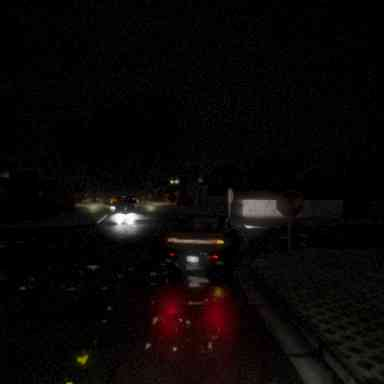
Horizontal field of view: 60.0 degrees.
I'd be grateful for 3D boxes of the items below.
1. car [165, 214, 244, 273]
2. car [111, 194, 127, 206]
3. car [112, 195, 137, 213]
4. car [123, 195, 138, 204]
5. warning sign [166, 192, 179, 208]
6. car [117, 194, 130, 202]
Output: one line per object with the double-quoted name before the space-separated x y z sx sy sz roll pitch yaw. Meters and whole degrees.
"car" 0.549 1.452 10.605 2.128 1.511 4.902 0 0 12
"car" -11.085 1.302 49.738 1.882 1.535 5.008 0 0 -17
"car" -7.024 1.368 34.852 2.128 1.511 4.902 0 0 -13
"car" -10.751 1.279 57.929 1.837 1.490 4.892 -1 0 -18
"warning sign" -2.317 0.948 38.802 1.300 1.860 1.060 1 1 -14
"car" -13.985 1.154 67.715 2.128 1.511 4.902 0 0 -16
